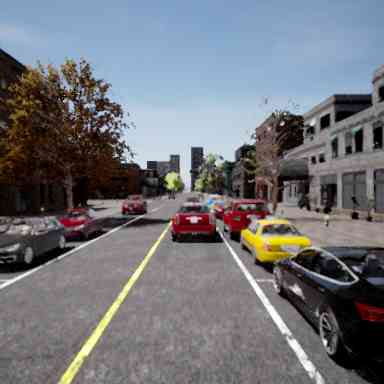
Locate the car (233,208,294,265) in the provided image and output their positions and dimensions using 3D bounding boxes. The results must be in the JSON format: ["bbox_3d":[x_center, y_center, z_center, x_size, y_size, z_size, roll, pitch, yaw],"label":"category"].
[{"bbox_3d":[2.687,1.504,11.461,1.752,1.417,4.829,-1,0,0],"label":"car"}]

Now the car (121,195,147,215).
[{"bbox_3d":[-5.698,1.253,33.481,2.192,1.841,5.009,-1,0,0],"label":"car"}]

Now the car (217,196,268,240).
[{"bbox_3d":[2.684,1.283,16.840,2.192,1.841,5.009,-1,0,0],"label":"car"}]

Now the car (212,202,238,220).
[{"bbox_3d":[2.686,1.529,27.937,1.802,1.307,4.206,-1,0,0],"label":"car"}]

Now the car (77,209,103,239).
[{"bbox_3d":[-5.694,1.552,16.838,1.802,1.307,4.206,-1,0,0],"label":"car"}]

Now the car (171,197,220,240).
[{"bbox_3d":[0.095,1.319,17.029,2.097,1.767,4.553,0,0,0],"label":"car"}]

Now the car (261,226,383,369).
[{"bbox_3d":[2.687,1.555,5.743,1.947,1.339,4.313,-1,0,0],"label":"car"}]

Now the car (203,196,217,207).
[{"bbox_3d":[2.684,1.430,50.300,1.752,1.417,4.829,-1,0,0],"label":"car"}]

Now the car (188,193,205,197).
[{"bbox_3d":[0.096,1.277,40.045,2.097,1.767,4.553,0,0,0],"label":"car"}]

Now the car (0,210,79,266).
[{"bbox_3d":[-5.694,1.531,11.289,2.008,1.369,4.403,-1,0,0],"label":"car"}]

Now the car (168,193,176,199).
[{"bbox_3d":[-5.701,1.136,93.722,2.192,1.841,5.009,-1,0,0],"label":"car"}]
